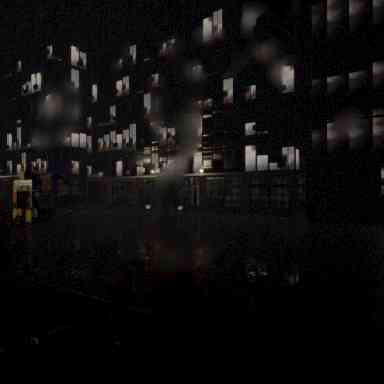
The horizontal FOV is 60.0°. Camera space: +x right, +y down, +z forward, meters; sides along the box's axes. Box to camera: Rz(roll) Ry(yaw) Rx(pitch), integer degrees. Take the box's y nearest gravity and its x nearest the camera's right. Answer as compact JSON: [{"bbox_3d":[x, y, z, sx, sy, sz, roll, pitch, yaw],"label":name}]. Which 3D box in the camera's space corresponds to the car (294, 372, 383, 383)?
[{"bbox_3d":[2.270,1.582,1.240,4.206,1.307,1.802,0,0,36],"label":"car"}]
